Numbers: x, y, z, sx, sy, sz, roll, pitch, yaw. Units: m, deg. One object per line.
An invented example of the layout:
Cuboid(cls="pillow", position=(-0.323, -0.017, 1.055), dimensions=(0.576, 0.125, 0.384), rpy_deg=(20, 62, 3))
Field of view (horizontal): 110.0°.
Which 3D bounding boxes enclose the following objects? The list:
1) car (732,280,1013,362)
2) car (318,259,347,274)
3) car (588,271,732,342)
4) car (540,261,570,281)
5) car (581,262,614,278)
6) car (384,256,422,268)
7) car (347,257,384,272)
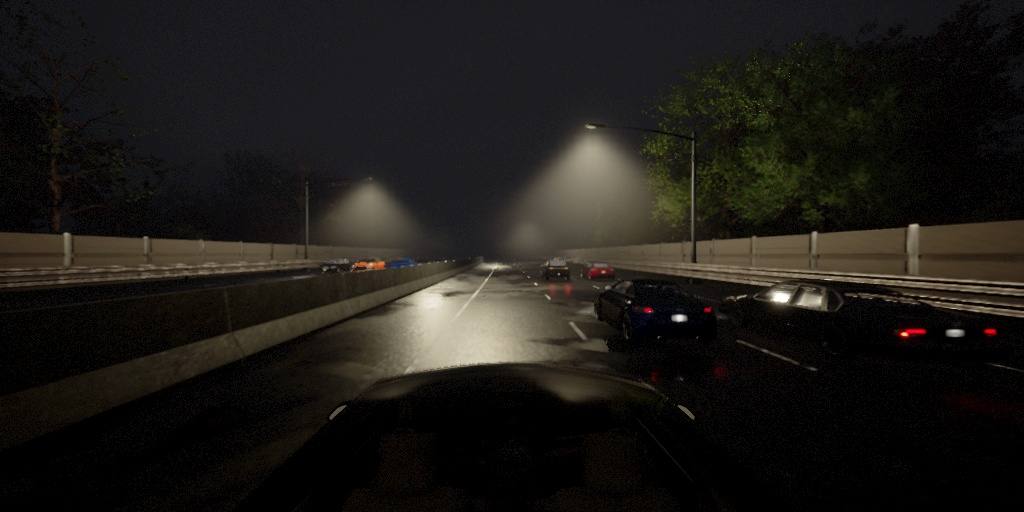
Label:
Cuboid(cls="car", position=(7.059, 1.263, 8.225), dimensions=(2.033, 1.411, 5.357), rpy_deg=(0, 0, 0))
Cuboid(cls="car", position=(-17.970, 1.030, 36.821), dimensions=(2.128, 1.511, 4.902), rpy_deg=(1, 1, -1))
Cuboid(cls="car", position=(3.552, 1.273, 9.613), dimensions=(1.994, 1.385, 4.181), rpy_deg=(0, 0, 0))
Cuboid(cls="car", position=(3.360, 1.101, 28.368), dimensions=(2.128, 1.511, 4.902), rpy_deg=(0, 0, -1))
Cuboid(cls="car", position=(6.851, 1.171, 28.977), dimensions=(1.994, 1.385, 4.181), rpy_deg=(0, 0, -1))
Cuboid(cls="car", position=(-10.974, 1.041, 36.498), dimensions=(1.882, 1.535, 5.008), rpy_deg=(0, 0, -1))
Cuboid(cls="car", position=(-14.474, 0.915, 36.462), dimensions=(2.097, 1.767, 4.553), rpy_deg=(0, 0, -1))
